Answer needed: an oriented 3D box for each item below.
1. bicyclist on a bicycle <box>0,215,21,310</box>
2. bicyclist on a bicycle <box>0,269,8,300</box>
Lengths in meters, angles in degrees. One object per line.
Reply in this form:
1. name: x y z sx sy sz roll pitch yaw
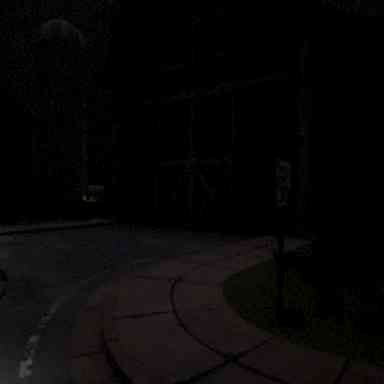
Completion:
1. bicyclist on a bicycle: -3.770 1.293 5.616 0.582 1.620 1.656 2 2 17
2. bicyclist on a bicycle: -3.649 1.316 5.000 0.582 1.620 1.656 3 4 24
